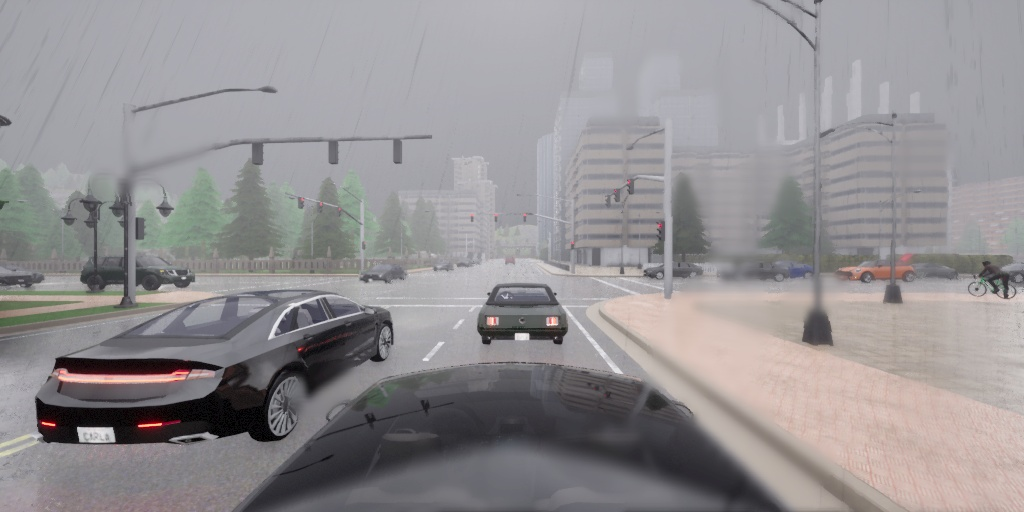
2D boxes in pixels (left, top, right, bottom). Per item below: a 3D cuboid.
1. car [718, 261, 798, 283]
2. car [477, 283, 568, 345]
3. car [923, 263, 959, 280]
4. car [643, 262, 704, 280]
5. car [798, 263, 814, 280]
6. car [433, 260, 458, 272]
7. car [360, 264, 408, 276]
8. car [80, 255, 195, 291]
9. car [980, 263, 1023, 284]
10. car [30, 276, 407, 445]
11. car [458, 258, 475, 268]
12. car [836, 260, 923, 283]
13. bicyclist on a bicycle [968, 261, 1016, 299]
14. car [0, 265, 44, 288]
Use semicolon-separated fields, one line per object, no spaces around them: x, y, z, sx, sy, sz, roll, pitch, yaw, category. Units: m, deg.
18.483;1.255;27.438;4.892;1.490;1.837;0;0;2;car
0.263;1.351;9.494;1.895;1.301;4.718;0;0;1;car
34.812;1.314;30.391;4.181;1.385;1.994;0;0;2;car
13.962;1.255;31.089;4.892;1.490;1.837;0;0;2;car
23.310;1.227;30.780;5.008;1.535;1.882;0;0;2;car
-8.801;1.241;46.172;2.128;1.511;4.902;0;0;2;car
-9.688;1.297;27.622;2.033;1.411;5.357;0;0;4;car
-22.429;0.971;21.581;5.566;2.045;2.150;0;0;2;car
38.265;1.227;26.768;5.008;1.535;1.882;0;0;2;car
-3.330;1.242;5.343;2.128;1.511;4.902;0;0;1;car
-8.246;1.101;61.769;2.097;1.767;4.553;0;0;2;car
27.416;1.102;27.140;4.553;1.767;2.097;0;0;2;car
21.181;1.051;15.859;0.582;1.620;1.656;0;0;2;bicyclist on a bicycle
-32.415;1.228;21.939;5.008;1.535;1.882;0;0;2;car
